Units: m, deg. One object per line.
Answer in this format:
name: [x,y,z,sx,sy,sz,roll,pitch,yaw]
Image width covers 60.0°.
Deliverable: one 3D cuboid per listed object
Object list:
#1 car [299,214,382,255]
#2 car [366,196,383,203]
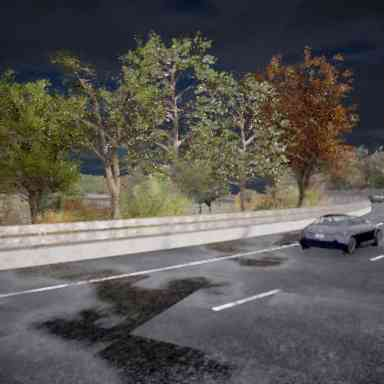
car: [6.172,1.589,13.654,4.181,1.385,1.994,0,0,-43]
car: [38.065,1.610,69.563,2.033,1.411,5.357,0,0,10]
